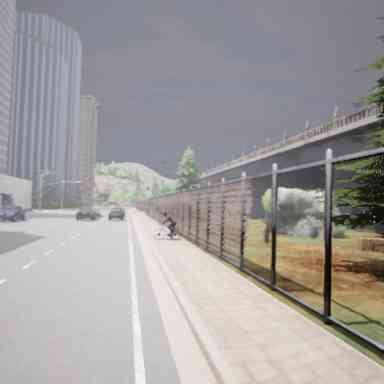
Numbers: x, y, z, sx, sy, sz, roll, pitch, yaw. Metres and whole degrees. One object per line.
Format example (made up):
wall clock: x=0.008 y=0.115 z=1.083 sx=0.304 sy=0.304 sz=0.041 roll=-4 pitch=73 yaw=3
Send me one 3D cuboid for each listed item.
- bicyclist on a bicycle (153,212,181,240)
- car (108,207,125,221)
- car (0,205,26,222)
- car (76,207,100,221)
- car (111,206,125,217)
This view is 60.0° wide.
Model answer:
bicyclist on a bicycle: x=-1.431 y=2.026 z=19.546 sx=1.656 sy=1.620 sz=0.582 roll=2 pitch=-2 yaw=-11
car: x=-10.094 y=2.970 z=44.310 sx=2.128 sy=1.511 sz=4.902 roll=2 pitch=-3 yaw=-11
car: x=-19.138 y=2.175 z=34.919 sx=2.097 sy=1.767 sz=4.553 roll=2 pitch=-2 yaw=-11
car: x=-13.232 y=2.637 z=41.869 sx=2.097 sy=1.767 sz=4.553 roll=2 pitch=-2 yaw=-10
car: x=-12.272 y=3.226 z=55.526 sx=2.097 sy=1.767 sz=4.553 roll=2 pitch=-2 yaw=-11
